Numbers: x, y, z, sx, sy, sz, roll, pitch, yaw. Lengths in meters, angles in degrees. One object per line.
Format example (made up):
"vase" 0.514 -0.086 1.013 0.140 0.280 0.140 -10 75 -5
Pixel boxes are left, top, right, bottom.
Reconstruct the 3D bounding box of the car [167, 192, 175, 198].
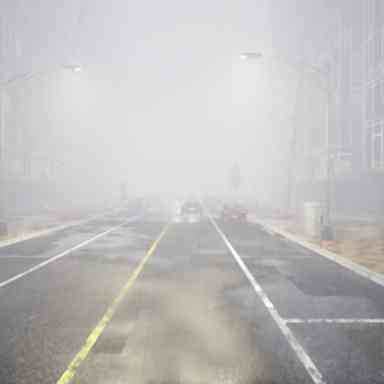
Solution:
"car" -5.688 0.809 91.469 2.008 1.369 4.403 0 1 0

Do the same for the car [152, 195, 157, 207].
"car" -5.688 1.281 40.237 1.802 1.307 4.206 0 0 0

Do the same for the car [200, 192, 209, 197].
"car" 2.692 1.172 51.613 1.947 1.339 4.313 0 0 0

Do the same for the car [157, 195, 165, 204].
"car" -5.688 1.151 51.621 1.887 1.381 4.507 0 0 0

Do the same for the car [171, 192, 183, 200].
"car" -3.000 0.854 73.346 1.882 1.535 5.008 0 0 0

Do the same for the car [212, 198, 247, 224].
"car" 2.692 1.378 23.152 1.887 1.381 4.507 0 0 0

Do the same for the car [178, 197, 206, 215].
"car" 0.009 1.385 30.198 1.994 1.385 4.181 0 0 0

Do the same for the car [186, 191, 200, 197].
"car" 0.001 0.945 60.615 2.097 1.767 4.553 0 1 0

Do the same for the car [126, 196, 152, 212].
"car" -5.688 1.289 34.543 1.887 1.381 4.507 0 0 0

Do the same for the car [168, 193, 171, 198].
"car" -5.688 0.837 85.605 1.752 1.417 4.829 0 1 0

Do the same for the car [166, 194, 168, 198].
"car" -5.688 1.125 57.313 1.947 1.339 4.313 0 0 0

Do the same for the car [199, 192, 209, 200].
"car" 2.693 0.853 74.380 1.967 1.590 4.097 0 1 0

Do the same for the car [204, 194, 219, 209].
"car" 2.692 1.265 40.229 1.947 1.339 4.313 0 0 0

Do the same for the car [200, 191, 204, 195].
"car" 2.693 1.077 62.997 1.947 1.339 4.313 0 0 0
